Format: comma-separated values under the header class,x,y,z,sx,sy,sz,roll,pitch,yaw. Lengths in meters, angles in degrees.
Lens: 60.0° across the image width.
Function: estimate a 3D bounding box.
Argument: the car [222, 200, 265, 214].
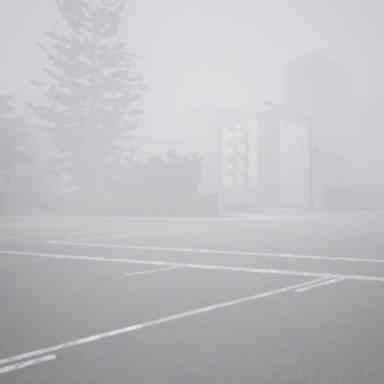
class,x,y,z,sx,sy,sz,roll,pitch,yaw
car,5.344,1.547,34.633,1.895,1.301,4.718,0,0,-35
